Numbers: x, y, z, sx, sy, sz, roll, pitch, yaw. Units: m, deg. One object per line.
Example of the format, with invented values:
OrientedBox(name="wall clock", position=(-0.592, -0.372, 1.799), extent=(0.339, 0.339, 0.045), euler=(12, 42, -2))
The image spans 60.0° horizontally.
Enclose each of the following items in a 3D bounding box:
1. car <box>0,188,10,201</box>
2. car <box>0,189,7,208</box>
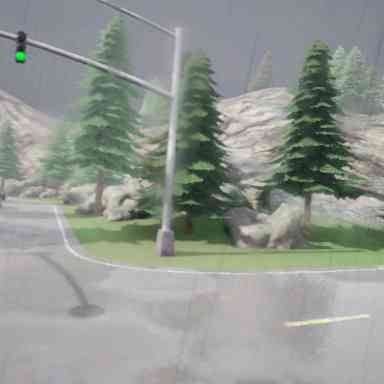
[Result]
OrientedBox(name="car", position=(-24.069, 0.229, 40.236), extent=(4.892, 1.490, 1.837), euler=(3, -2, 41))
OrientedBox(name="car", position=(-16.961, 0.620, 27.615), extent=(1.812, 1.442, 4.674), euler=(4, 0, -24))
